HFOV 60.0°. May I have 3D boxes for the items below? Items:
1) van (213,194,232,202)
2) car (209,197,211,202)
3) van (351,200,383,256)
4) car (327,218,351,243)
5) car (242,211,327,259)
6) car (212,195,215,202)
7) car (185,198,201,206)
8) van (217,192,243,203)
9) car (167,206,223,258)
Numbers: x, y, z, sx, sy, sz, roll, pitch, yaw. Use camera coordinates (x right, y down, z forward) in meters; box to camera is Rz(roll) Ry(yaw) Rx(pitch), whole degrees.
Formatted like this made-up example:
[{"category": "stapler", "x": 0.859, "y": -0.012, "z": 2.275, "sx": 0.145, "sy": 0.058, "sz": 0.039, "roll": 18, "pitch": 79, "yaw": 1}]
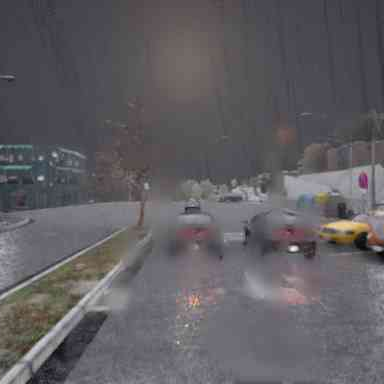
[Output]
[{"category": "van", "x": 7.966, "y": 1.583, "z": 87.404, "sx": 4.442, "sy": 1.987, "sz": 1.878, "roll": 1, "pitch": -1, "yaw": -20}, {"category": "car", "x": 8.243, "y": 1.878, "z": 90.488, "sx": 5.366, "sy": 1.575, "sz": 1.946, "roll": 1, "pitch": -2, "yaw": -20}, {"category": "van", "x": 7.964, "y": 1.246, "z": 11.293, "sx": 4.442, "sy": 1.987, "sz": 1.878, "roll": 1, "pitch": 0, "yaw": -20}, {"category": "car", "x": 7.897, "y": 1.464, "z": 14.252, "sx": 5.366, "sy": 1.575, "sz": 1.946, "roll": 1, "pitch": 0, "yaw": -20}, {"category": "car", "x": 3.100, "y": 1.485, "z": 12.560, "sx": 1.837, "sy": 1.490, "sz": 4.892, "roll": 0, "pitch": 0, "yaw": 0}, {"category": "car", "x": 7.897, "y": 1.539, "z": 75.466, "sx": 5.366, "sy": 1.575, "sz": 1.946, "roll": 1, "pitch": -1, "yaw": -20}, {"category": "car", "x": 0.084, "y": 1.462, "z": 41.203, "sx": 1.994, "sy": 1.385, "sz": 4.181, "roll": -1, "pitch": 1, "yaw": 0}, {"category": "van", "x": 7.964, "y": 1.119, "z": 66.561, "sx": 4.442, "sy": 1.987, "sz": 1.878, "roll": 1, "pitch": -1, "yaw": -20}, {"category": "car", "x": 0.101, "y": 1.485, "z": 12.619, "sx": 1.837, "sy": 1.490, "sz": 4.892, "roll": 0, "pitch": 0, "yaw": 0}]
